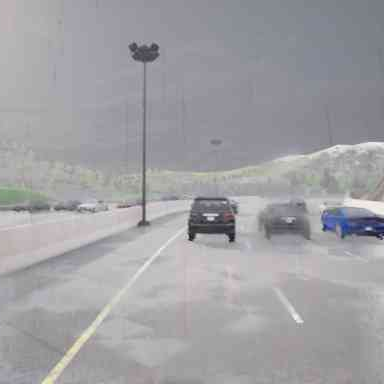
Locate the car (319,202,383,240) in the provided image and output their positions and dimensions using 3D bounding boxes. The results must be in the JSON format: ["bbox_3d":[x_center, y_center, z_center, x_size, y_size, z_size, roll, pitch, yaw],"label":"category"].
[{"bbox_3d":[8.174,1.494,17.361,1.882,1.535,5.008,0,0,6],"label":"car"}]

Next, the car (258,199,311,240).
[{"bbox_3d":[4.677,1.360,17.440,2.097,1.767,4.553,0,0,6],"label":"car"}]

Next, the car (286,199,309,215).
[{"bbox_3d":[11.233,1.525,35.636,1.837,1.490,4.892,0,0,12],"label":"car"}]

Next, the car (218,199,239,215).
[{"bbox_3d":[3.886,1.530,34.774,1.812,1.442,4.674,0,0,12],"label":"car"}]

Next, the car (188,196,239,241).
[{"bbox_3d":[1.060,1.221,16.788,2.150,2.045,5.566,0,0,6],"label":"car"}]

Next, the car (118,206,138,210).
[{"bbox_3d":[-6.639,1.458,36.644,1.882,1.535,5.008,0,0,12],"label":"car"}]
